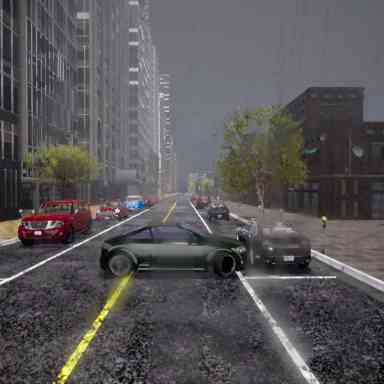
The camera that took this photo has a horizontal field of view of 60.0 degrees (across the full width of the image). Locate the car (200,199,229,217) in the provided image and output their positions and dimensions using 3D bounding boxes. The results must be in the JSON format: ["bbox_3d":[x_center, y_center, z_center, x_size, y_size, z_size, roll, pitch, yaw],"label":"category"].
[{"bbox_3d":[2.016,1.543,26.996,2.008,1.369,4.403,-1,0,-1],"label":"car"}]

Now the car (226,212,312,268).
[{"bbox_3d":[2.550,1.548,11.137,2.008,1.369,4.403,-1,0,-1],"label":"car"}]

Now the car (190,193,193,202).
[{"bbox_3d":[0.819,1.290,71.993,2.192,1.841,5.009,-1,0,-1],"label":"car"}]

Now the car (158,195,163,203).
[{"bbox_3d":[-7.410,1.522,66.251,1.887,1.381,4.507,-1,0,-1],"label":"car"}]

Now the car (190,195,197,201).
[{"bbox_3d":[0.388,1.551,88.590,1.802,1.307,4.206,-1,0,-1],"label":"car"}]

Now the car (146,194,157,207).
[{"bbox_3d":[-6.977,1.299,49.652,2.192,1.841,5.009,-1,0,-1],"label":"car"}]

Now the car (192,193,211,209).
[{"bbox_3d":[1.546,1.301,44.329,2.192,1.841,5.009,-1,0,-1],"label":"car"}]

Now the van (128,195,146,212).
[{"bbox_3d":[-6.686,1.329,38.586,1.690,1.788,3.998,-1,0,-1],"label":"van"}]

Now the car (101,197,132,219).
[{"bbox_3d":[-6.387,1.432,26.793,1.967,1.590,4.097,-1,0,-1],"label":"car"}]

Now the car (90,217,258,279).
[{"bbox_3d":[-0.467,1.556,9.536,4.181,1.385,1.994,0,0,-1],"label":"car"}]

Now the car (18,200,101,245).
[{"bbox_3d":[-6.188,1.310,15.725,2.192,1.841,5.009,-1,0,-1],"label":"car"}]

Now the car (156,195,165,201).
[{"bbox_3d":[-7.841,1.496,82.679,1.752,1.417,4.829,-1,0,-1],"label":"car"}]

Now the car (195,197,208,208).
[{"bbox_3d":[1.400,1.509,50.032,1.752,1.417,4.829,-1,0,-1],"label":"car"}]
